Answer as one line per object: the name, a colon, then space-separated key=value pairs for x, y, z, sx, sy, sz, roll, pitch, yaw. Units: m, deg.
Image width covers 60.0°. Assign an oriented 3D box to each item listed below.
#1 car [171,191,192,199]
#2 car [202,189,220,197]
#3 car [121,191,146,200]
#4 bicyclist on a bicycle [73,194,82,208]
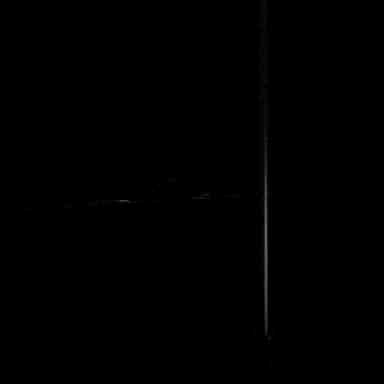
car: x=-1.831 y=0.499 z=58.696 sx=1.994 sy=1.385 sz=4.181 roll=1 pitch=2 yaw=36
car: x=3.915 y=0.235 z=66.850 sx=2.128 sy=1.511 sz=4.902 roll=1 pitch=2 yaw=35
car: x=-9.481 y=0.601 z=54.208 sx=1.994 sy=1.385 sz=4.181 roll=1 pitch=2 yaw=36
bicyclist on a bicycle: x=-12.655 y=0.997 z=36.664 sx=1.656 sy=1.620 sz=0.582 roll=0 pitch=1 yaw=35
